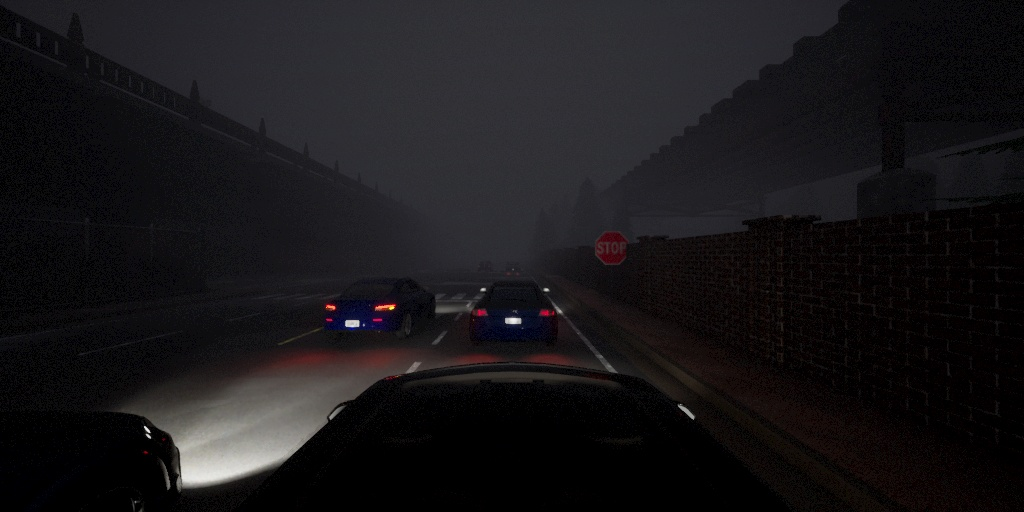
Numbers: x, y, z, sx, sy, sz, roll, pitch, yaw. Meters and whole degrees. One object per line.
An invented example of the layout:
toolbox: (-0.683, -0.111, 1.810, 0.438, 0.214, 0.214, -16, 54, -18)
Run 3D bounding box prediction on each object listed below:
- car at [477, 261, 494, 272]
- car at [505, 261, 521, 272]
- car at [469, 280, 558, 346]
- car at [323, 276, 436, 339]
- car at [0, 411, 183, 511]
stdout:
car: (-3.388, 1.297, 46.022, 2.033, 1.411, 5.357, 0, 0, -1)
car: (0.106, 1.351, 46.230, 1.895, 1.301, 4.718, 0, 0, -1)
car: (0.070, 1.314, 9.429, 1.994, 1.385, 4.181, 0, 0, 1)
car: (-3.412, 1.276, 9.952, 1.812, 1.442, 4.674, 0, 0, 0)
car: (-3.399, 1.314, 0.856, 1.994, 1.385, 4.181, 0, 0, 0)
